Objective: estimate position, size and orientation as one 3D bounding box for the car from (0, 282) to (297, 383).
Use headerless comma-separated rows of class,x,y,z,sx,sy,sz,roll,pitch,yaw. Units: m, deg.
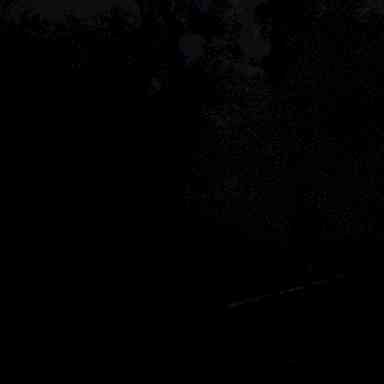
car,-1.512,1.547,2.664,5.357,1.411,2.033,0,0,-36
